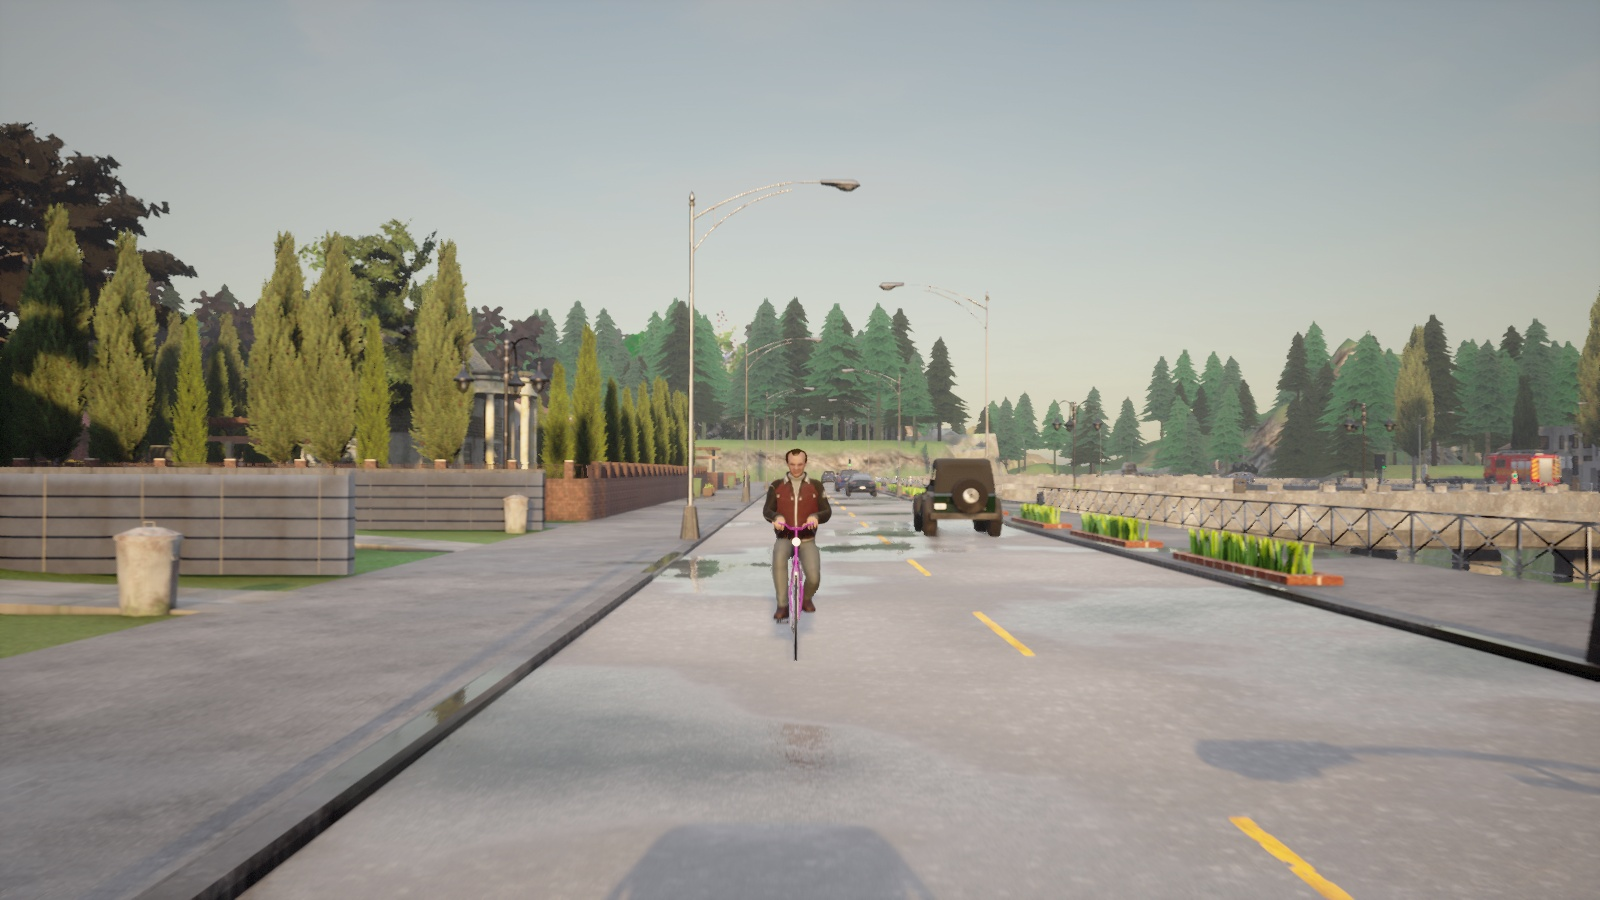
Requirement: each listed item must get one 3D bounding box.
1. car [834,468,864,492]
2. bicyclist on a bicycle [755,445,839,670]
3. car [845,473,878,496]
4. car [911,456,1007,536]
[{"bbox_3d":[3.773,2.274,96.550,2.097,1.767,4.553,0,-1,0],"label":"car"},{"bbox_3d":[-0.026,0.867,10.871,0.659,1.776,1.843,0,-1,0],"label":"bicyclist on a bicycle"},{"bbox_3d":[3.815,2.147,78.959,1.812,1.442,4.674,0,-1,0],"label":"car"},{"bbox_3d":[3.925,1.124,31.590,1.905,1.878,3.866,0,-1,0],"label":"car"}]
